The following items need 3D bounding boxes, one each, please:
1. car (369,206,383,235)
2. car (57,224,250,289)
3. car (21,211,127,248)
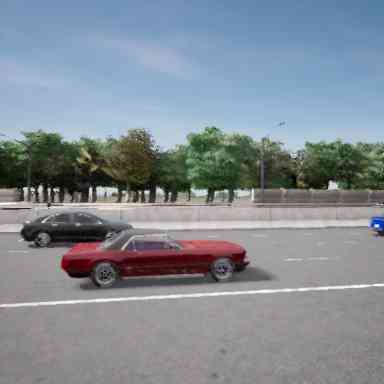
[{"bbox_3d":[12.525,1.704,18.653,5.008,1.535,1.882,0,-1,-11],"label":"car"},{"bbox_3d":[-0.895,1.665,8.996,4.718,1.301,1.895,0,-1,-11],"label":"car"},{"bbox_3d":[-5.149,1.655,15.317,4.892,1.490,1.837,0,-1,-11],"label":"car"}]
